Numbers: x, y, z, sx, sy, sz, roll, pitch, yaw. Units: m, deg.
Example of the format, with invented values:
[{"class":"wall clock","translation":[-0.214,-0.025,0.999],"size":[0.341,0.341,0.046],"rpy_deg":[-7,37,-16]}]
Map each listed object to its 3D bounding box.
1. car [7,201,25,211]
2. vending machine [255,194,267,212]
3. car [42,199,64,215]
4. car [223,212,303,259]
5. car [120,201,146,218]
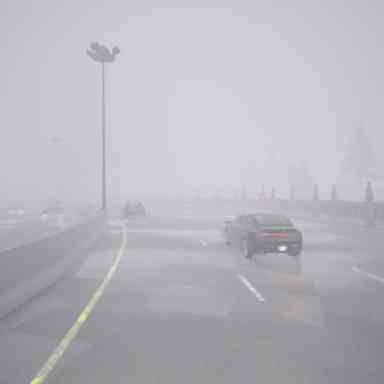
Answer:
[{"class":"car","translation":[-24.866,1.919,46.981],"size":[1.994,1.385,4.181],"rpy_deg":[0,0,-33]},{"class":"vending machine","translation":[7.946,1.235,38.206],"size":[1.100,2.100,0.880],"rpy_deg":[0,0,-20]},{"class":"car","translation":[-15.858,1.575,37.805],"size":[2.097,1.767,4.553],"rpy_deg":[0,0,-25]},{"class":"car","translation":[2.507,1.517,12.768],"size":[1.837,1.490,4.892],"rpy_deg":[0,0,-8]},{"class":"car","translation":[-5.759,1.611,32.080],"size":[2.128,1.511,4.902],"rpy_deg":[0,0,-19]}]
